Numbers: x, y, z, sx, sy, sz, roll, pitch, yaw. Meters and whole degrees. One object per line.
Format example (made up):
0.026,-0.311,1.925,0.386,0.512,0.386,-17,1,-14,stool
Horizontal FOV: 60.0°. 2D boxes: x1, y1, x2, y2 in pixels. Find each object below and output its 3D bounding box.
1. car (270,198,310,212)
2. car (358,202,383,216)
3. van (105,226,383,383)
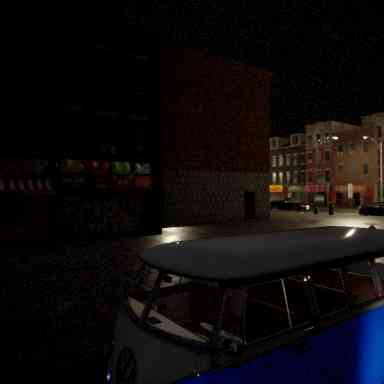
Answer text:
11.133,1.491,38.032,2.128,1.511,4.902,0,0,-35,car
17.143,1.571,29.593,1.994,1.385,4.181,0,0,-35,car
1.096,1.341,3.603,3.998,1.788,1.690,0,0,-36,van
